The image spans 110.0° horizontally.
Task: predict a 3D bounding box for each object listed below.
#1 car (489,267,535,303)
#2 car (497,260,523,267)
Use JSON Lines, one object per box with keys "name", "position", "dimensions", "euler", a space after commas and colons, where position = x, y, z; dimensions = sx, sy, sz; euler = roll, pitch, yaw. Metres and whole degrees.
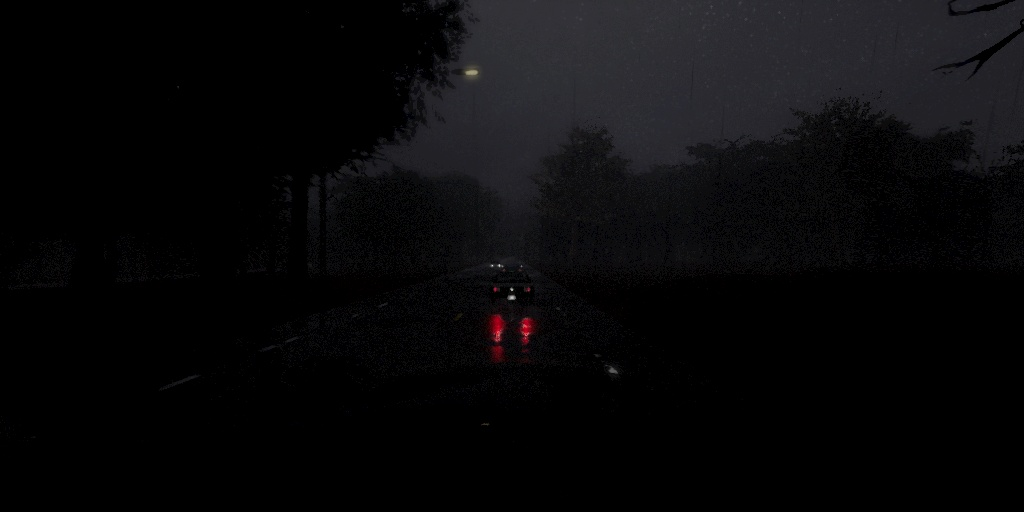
{"name": "car", "position": [0.000, 1.364, 16.537], "dimensions": [1.895, 1.301, 4.718], "euler": [0, 0, 0]}
{"name": "car", "position": [0.000, 1.302, 31.514], "dimensions": [1.994, 1.385, 4.181], "euler": [0, 0, 0]}
